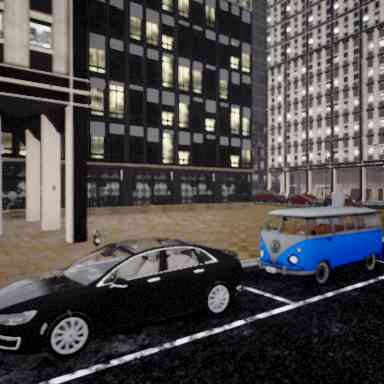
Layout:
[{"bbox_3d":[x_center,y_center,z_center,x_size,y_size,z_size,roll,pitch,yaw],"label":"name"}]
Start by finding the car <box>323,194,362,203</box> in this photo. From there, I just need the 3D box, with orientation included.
[{"bbox_3d":[17.176,0.974,37.808,1.967,1.590,4.097,1,0,-36],"label":"car"}]

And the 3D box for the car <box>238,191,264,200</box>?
[{"bbox_3d":[10.842,0.591,61.000,1.752,1.417,4.829,1,1,-36],"label":"car"}]

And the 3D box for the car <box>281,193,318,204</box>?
[{"bbox_3d":[13.922,1.008,42.337,1.802,1.307,4.206,1,0,-36],"label":"car"}]

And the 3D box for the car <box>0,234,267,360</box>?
[{"bbox_3d":[-1.007,1.544,5.843,4.403,1.369,2.008,0,0,-36],"label":"car"}]

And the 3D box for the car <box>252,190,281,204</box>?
[{"bbox_3d":[10.678,0.634,46.863,2.192,1.841,5.009,1,0,-36],"label":"car"}]

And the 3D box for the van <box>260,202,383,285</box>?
[{"bbox_3d":[3.589,1.318,9.126,3.998,1.788,1.690,0,0,-36],"label":"van"}]

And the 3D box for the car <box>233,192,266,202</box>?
[{"bbox_3d":[9.156,0.736,53.411,2.033,1.411,5.357,0,1,-36],"label":"car"}]

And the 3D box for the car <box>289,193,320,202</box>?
[{"bbox_3d":[17.443,0.866,51.801,1.802,1.307,4.206,1,1,-36],"label":"car"}]
